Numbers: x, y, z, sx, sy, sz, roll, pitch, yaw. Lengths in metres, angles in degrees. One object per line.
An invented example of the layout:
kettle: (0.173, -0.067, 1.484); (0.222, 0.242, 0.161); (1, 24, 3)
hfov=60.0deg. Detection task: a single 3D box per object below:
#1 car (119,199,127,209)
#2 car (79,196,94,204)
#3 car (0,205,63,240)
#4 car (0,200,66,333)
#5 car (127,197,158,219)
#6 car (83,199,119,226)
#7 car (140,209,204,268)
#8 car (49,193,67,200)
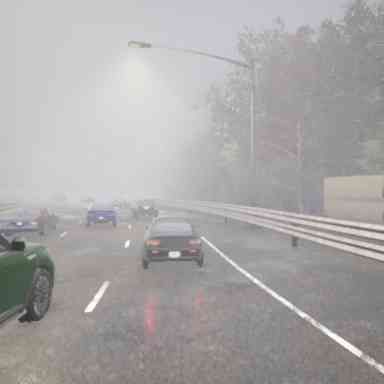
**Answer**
car: (-9.961, 1.601, 45.617); (1.895, 1.301, 4.718); (0, 0, -24)
car: (-19.919, 1.532, 63.128); (1.837, 1.490, 4.892); (0, 0, -34)
car: (-8.763, 1.568, 18.458); (2.033, 1.411, 5.357); (0, 0, -11)
car: (-3.616, 1.233, 4.043); (2.150, 2.045, 5.566); (0, 0, -2)
car: (-4.294, 1.343, 29.410); (2.097, 1.767, 4.553); (0, 0, -15)
car: (-6.289, 1.483, 23.451); (1.882, 1.535, 5.008); (0, 0, -13)
car: (-0.705, 1.518, 11.259); (1.812, 1.442, 4.674); (0, 0, -6)
car: (-31.177, 1.287, 77.371); (2.150, 2.045, 5.566); (0, 0, -44)
